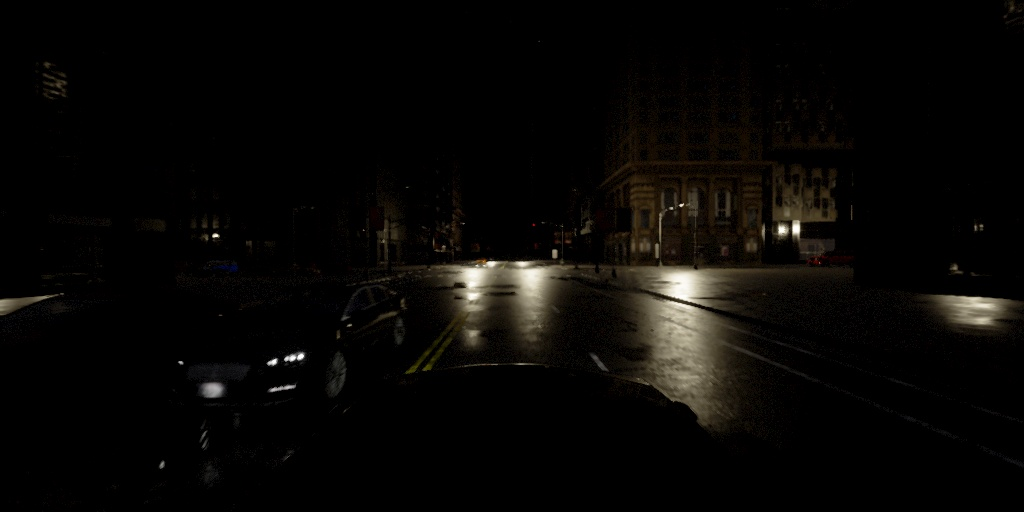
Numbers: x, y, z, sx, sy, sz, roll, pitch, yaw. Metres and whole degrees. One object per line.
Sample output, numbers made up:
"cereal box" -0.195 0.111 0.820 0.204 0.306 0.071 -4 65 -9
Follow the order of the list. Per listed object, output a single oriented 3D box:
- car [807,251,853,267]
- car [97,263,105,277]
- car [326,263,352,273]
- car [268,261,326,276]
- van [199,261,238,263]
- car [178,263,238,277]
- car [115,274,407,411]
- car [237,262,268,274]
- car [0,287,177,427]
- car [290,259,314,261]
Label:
"car" 40.885 0.371 45.607 5.566 2.045 2.150 -1 0 1
"car" -43.547 1.628 39.938 5.009 1.841 2.192 0 0 0
"car" -23.974 1.554 48.423 4.507 1.381 1.888 0 0 0
"car" -23.834 1.574 39.895 4.829 1.417 1.751 0 0 0
"van" -39.235 1.556 48.474 3.998 1.789 1.690 0 0 0
"car" -33.775 1.732 39.917 4.403 1.370 2.007 0 0 0
"car" -3.349 1.239 6.459 2.128 1.511 4.902 0 0 0
"car" -34.148 1.729 48.457 4.207 1.307 1.802 0 0 0
"car" -6.601 1.274 5.802 1.812 1.442 4.674 0 0 0
"car" -29.061 1.393 48.440 5.009 1.841 2.192 0 0 0
